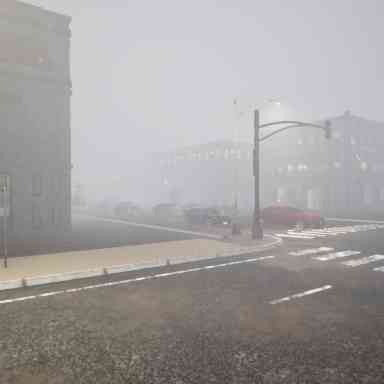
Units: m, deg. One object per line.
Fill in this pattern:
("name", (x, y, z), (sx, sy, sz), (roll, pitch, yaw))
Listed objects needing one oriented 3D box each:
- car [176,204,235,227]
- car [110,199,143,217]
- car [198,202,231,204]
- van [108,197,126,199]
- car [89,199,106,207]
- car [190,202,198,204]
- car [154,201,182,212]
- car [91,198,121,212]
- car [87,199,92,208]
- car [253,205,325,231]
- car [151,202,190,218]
("car", (1.035, 1.814, 24.850), (1.947, 1.339, 4.313), (-2, 0, -36))
("car", (-6.933, 1.846, 36.214), (1.967, 1.590, 4.097), (-1, 0, -36))
("car", (3.105, 1.809, 36.580), (2.008, 1.369, 4.403), (-2, 0, -36))
("van", (-12.981, 1.907, 59.104), (1.690, 1.788, 3.998), (-1, 0, -36))
("car", (-19.408, 2.228, 68.114), (1.887, 1.381, 4.507), (-1, 0, -36))
("car", (-0.110, 1.904, 41.086), (1.802, 1.307, 4.206), (-2, 0, -36))
("car", (-3.326, 1.966, 45.590), (1.802, 1.307, 4.206), (-2, 0, -36))
("car", (-12.378, 2.018, 48.383), (2.128, 1.511, 4.902), (-1, 0, -35))
("car", (-19.223, 2.159, 63.414), (2.128, 1.511, 4.902), (-1, 0, -36))
("car", (6.371, 1.635, 22.302), (1.882, 1.535, 5.008), (-1, 0, -38))
("car", (-2.585, 1.862, 34.604), (1.812, 1.442, 4.674), (-1, 0, -35))
